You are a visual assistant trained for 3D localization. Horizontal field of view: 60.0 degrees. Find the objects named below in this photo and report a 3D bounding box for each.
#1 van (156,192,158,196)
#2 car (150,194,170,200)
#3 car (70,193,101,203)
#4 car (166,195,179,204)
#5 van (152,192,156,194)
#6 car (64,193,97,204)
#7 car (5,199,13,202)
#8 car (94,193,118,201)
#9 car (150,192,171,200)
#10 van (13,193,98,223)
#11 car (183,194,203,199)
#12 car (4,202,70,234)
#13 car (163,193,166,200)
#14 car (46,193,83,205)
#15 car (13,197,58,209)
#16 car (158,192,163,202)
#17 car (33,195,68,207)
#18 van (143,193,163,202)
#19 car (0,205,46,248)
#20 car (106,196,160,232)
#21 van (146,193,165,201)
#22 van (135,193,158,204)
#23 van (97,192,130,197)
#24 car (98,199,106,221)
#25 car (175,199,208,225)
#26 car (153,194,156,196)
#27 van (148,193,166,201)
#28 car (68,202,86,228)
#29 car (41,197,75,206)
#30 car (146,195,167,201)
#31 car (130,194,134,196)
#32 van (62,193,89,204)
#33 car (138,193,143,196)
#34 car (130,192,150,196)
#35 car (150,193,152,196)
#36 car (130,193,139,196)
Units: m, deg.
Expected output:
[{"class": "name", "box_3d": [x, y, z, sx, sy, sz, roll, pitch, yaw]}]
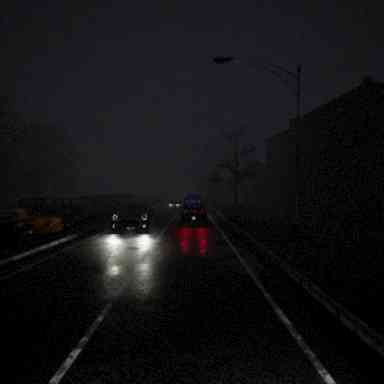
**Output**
[{"class": "van", "box_3d": [-9.037, 1.273, 60.869, 4.442, 1.987, 1.878, 0, 0, 0]}, {"class": "car", "box_3d": [-8.767, 1.384, 91.714, 5.366, 1.575, 1.946, 0, 0, 0]}, {"class": "car", "box_3d": [-21.980, 1.252, 68.647, 5.566, 2.045, 2.435, 0, 0, 0]}, {"class": "car", "box_3d": [-3.251, 1.549, 62.281, 2.033, 1.411, 5.357, 0, 0, 1]}, {"class": "van", "box_3d": [-9.034, 1.270, 58.065, 4.442, 1.987, 1.878, 0, 0, 0]}, {"class": "car", "box_3d": [-22.034, 1.254, 65.871, 5.566, 2.045, 2.435, 0, 0, 0]}, {"class": "car", "box_3d": [-21.988, 1.483, 43.664, 4.892, 1.521, 2.231, 0, 0, 0]}, {"class": "car", "box_3d": [-21.997, 1.180, 85.305, 5.566, 2.045, 2.435, 0, 0, 0]}, {"class": "car", "box_3d": [-8.927, 1.116, 94.516, 5.566, 2.045, 2.435, 0, 0, 0]}, {"class": "van", "box_3d": [-8.763, 1.232, 21.623, 4.442, 1.987, 1.878, 0, 0, 0]}, {"class": "car", "box_3d": [0.115, 1.225, 40.322, 2.150, 2.045, 5.566, 0, 0, 0]}, {"class": "car", "box_3d": [-9.059, 1.449, 16.016, 5.366, 1.575, 1.946, 0, 0, 0]}, {"class": "car", "box_3d": [-8.964, 1.519, 74.892, 4.792, 1.488, 2.163, 0, 0, 0]}, {"class": "car", "box_3d": [-22.025, 1.246, 57.544, 5.566, 2.045, 2.435, 0, 0, 0]}, {"class": "car", "box_3d": [-21.800, 1.482, 46.441, 5.366, 1.575, 1.946, 0, 0, 0]}, {"class": "car", "box_3d": [-8.895, 1.251, 63.673, 5.566, 2.045, 2.435, 0, 0, 0]}, {"class": "car", "box_3d": [-22.022, 1.365, 51.991, 4.553, 1.767, 2.185, 0, 0, 0]}, {"class": "van", "box_3d": [-9.054, 1.250, 77.694, 4.442, 1.987, 1.878, 0, 0, 0]}, {"class": "car", "box_3d": [-8.866, 1.450, 13.216, 5.008, 1.535, 2.097, 0, 0, 0]}, {"class": "car", "box_3d": [-3.343, 1.336, 19.721, 2.097, 1.767, 4.553, 0, 0, 0]}, {"class": "van", "box_3d": [-8.824, 1.236, 80.496, 4.442, 1.987, 1.878, 0, 0, 0]}, {"class": "van", "box_3d": [-9.043, 1.279, 66.473, 4.442, 1.987, 1.878, 0, 0, 0]}, {"class": "van", "box_3d": [-8.775, 1.244, 32.836, 4.442, 1.987, 1.878, 0, 0, 0]}, {"class": "car", "box_3d": [-8.854, 1.490, 24.426, 4.792, 1.488, 2.163, 0, 0, 0]}, {"class": "car", "box_3d": [0.107, 1.479, 23.783, 2.128, 1.511, 4.902, 0, 0, 0]}, {"class": "car", "box_3d": [-8.908, 1.494, 55.262, 4.892, 1.521, 2.231, 0, 0, 0]}, {"class": "van", "box_3d": [-9.063, 1.199, 86.106, 4.442, 1.987, 1.878, 0, 0, 0]}, {"class": "car", "box_3d": [-8.906, 1.484, 18.819, 4.792, 1.488, 2.163, 0, 0, 0]}, {"class": "car", "box_3d": [-21.965, 1.524, 54.768, 4.792, 1.488, 2.163, 0, 0, 0]}, {"class": "car", "box_3d": [-8.938, 1.444, 83.304, 5.008, 1.535, 2.097, 0, 0, 0]}, {"class": "car", "box_3d": [-8.926, 1.347, 35.639, 4.553, 1.767, 2.185, 0, 0, 0]}, {"class": "van", "box_3d": [-22.119, 1.277, 63.094, 4.442, 1.987, 1.878, 0, 0, 0]}, {"class": "car", "box_3d": [-8.869, 1.353, 41.246, 4.553, 1.767, 2.185, 0, 0, 0]}, {"class": "car", "box_3d": [-8.875, 1.230, 44.049, 5.566, 2.045, 2.435, 0, 0, 0]}, {"class": "car", "box_3d": [-8.877, 1.233, 46.852, 5.566, 2.045, 2.435, 0, 0, 0]}, {"class": "car", "box_3d": [-8.866, 1.350, 38.442, 4.553, 1.767, 2.185, 0, 0, 0]}]
